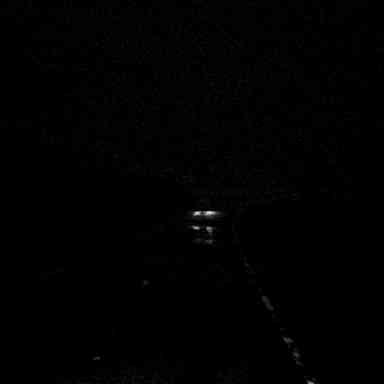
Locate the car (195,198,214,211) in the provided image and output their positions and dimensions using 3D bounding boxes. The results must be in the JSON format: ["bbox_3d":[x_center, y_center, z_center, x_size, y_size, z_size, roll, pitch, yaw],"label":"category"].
[{"bbox_3d":[1.628,1.531,40.742,1.812,1.442,4.674,0,0,12],"label":"car"}]
